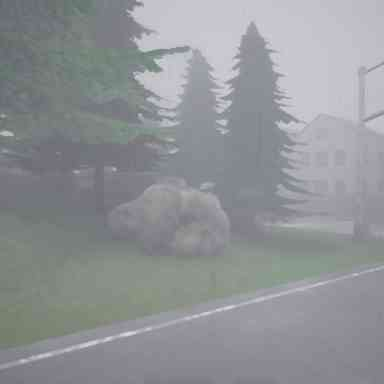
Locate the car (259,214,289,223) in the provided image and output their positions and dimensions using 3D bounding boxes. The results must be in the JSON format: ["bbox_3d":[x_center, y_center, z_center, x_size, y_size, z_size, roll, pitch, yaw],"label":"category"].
[{"bbox_3d":[5.797,1.658,26.911,2.033,1.411,5.357,0,0,-35],"label":"car"}]
